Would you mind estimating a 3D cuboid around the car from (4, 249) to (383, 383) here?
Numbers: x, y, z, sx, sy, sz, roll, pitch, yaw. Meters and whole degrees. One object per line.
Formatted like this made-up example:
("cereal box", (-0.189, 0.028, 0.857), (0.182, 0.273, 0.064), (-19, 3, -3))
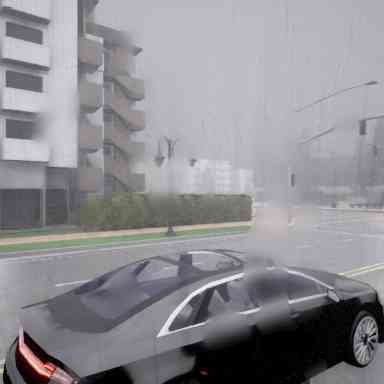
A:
("car", (0.498, 1.492, 4.112), (4.902, 1.511, 2.128), (0, 0, -35))
